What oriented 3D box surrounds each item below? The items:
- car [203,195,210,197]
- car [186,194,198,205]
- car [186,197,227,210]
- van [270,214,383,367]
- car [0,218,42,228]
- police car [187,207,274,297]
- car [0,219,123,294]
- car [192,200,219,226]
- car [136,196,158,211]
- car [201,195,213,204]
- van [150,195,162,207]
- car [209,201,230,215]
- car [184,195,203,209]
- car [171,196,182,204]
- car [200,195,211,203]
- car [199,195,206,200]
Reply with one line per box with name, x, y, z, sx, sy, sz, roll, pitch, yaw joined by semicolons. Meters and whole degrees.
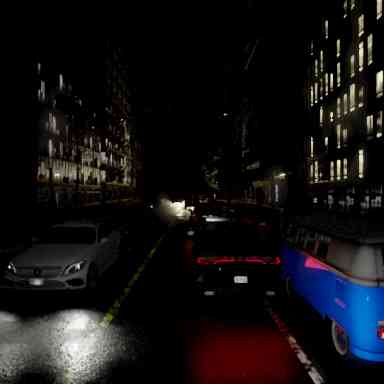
car;2.743;1.544;45.485;2.008;1.369;4.403;0;0;0
car;0.068;1.327;59.392;2.097;1.767;4.553;0;0;0
car;0.873;1.351;18.622;2.097;1.767;4.553;0;0;0
van;2.698;1.341;5.639;1.690;1.788;3.998;0;0;0
car;-5.677;1.582;11.343;1.802;1.307;4.206;0;0;0
police car;0.911;1.425;8.769;1.930;1.638;5.238;0;0;0
car;-3.089;1.525;8.954;1.812;1.442;4.674;0;0;0
car;0.929;1.455;24.850;1.801;1.575;5.366;0;0;0
car;-5.644;1.548;39.806;2.008;1.369;4.403;0;0;0
car;2.763;1.410;62.563;1.967;1.590;4.097;0;0;0
van;-5.630;1.328;51.191;1.690;1.788;3.998;0;0;0
car;2.730;1.581;34.100;1.802;1.307;4.206;0;0;0
car;0.060;1.345;45.440;2.097;1.767;4.553;0;0;0
car;-2.928;1.447;62.778;1.882;1.535;5.008;0;0;0
car;2.769;1.401;68.255;1.967;1.590;4.097;0;0;0
car;2.796;1.462;91.025;1.887;1.381;4.507;0;0;0
